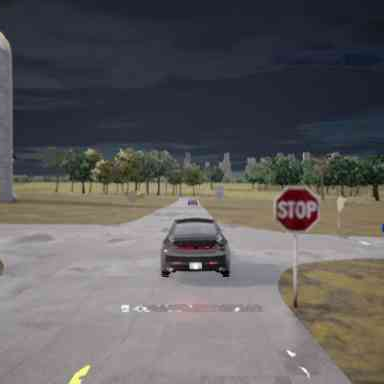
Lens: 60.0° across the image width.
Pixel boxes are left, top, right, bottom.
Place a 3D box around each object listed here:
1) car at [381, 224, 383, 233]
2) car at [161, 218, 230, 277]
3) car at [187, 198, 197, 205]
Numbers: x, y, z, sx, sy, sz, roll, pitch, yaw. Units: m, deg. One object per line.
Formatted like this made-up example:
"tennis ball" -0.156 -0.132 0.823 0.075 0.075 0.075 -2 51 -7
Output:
"car" 13.432 1.760 18.038 5.566 2.045 2.150 2 1 -1
"car" 0.094 1.569 10.448 1.837 1.490 4.892 0 -1 0
"car" 0.108 2.001 69.477 1.812 1.442 4.674 0 -1 0
